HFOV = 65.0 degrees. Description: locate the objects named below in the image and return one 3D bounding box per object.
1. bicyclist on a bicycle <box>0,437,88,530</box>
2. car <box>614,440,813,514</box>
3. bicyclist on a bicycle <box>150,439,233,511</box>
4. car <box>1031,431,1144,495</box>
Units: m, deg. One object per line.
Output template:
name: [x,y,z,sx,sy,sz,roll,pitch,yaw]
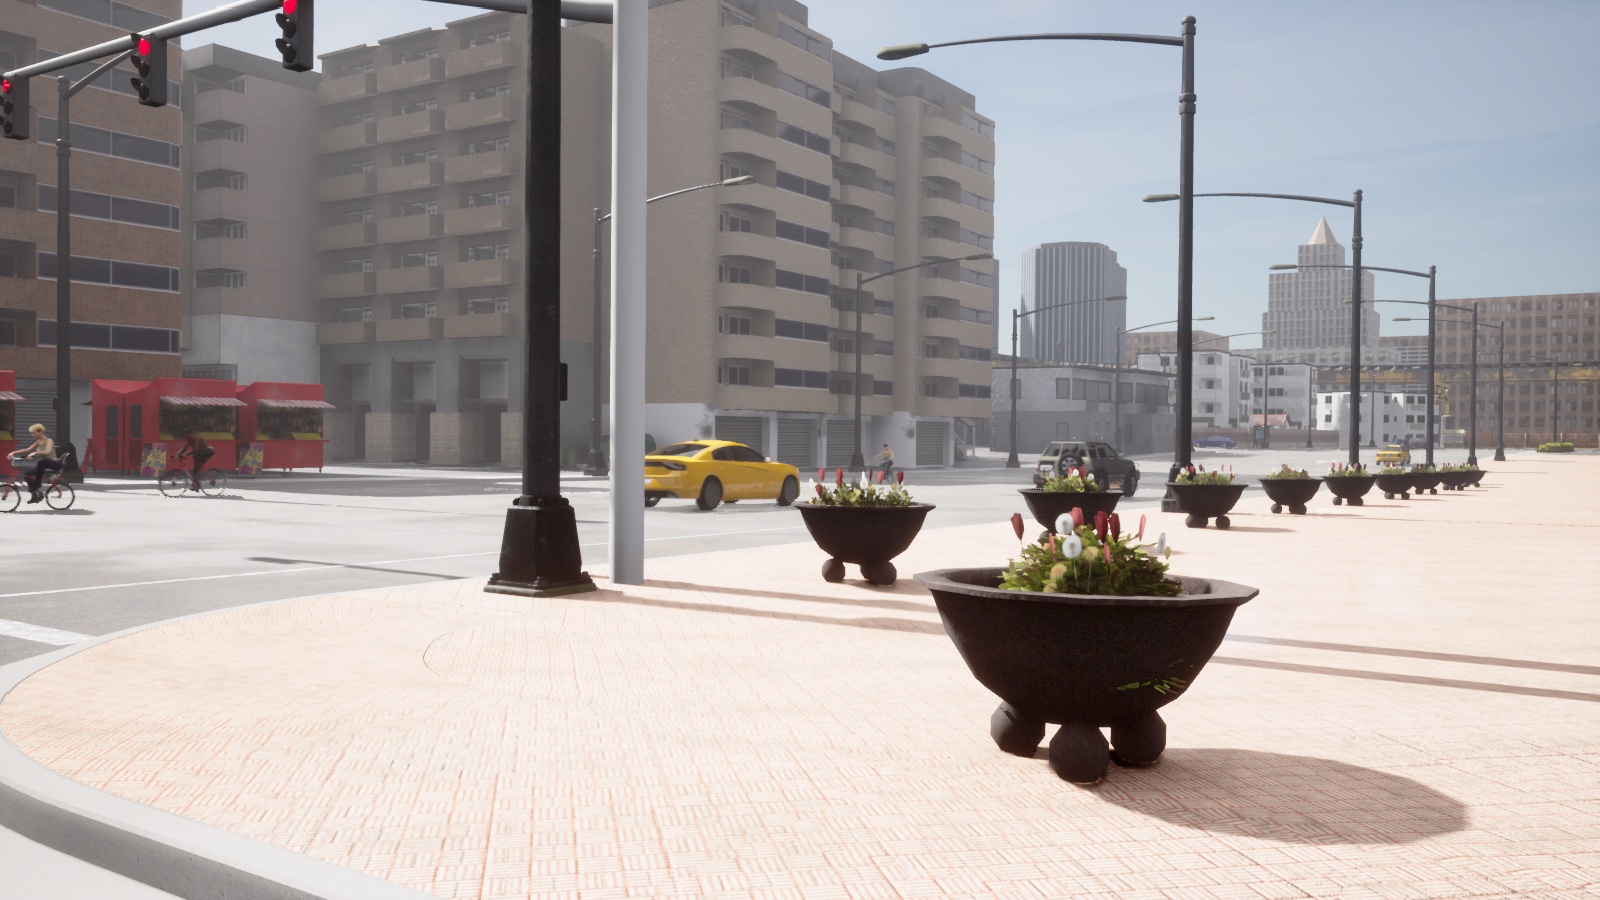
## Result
bicyclist on a bicycle: [-13.985,0.579,22.891,0.866,1.612,1.509,0,1,33]
car: [-1.845,0.565,28.669,1.882,1.535,5.008,0,0,33]
bicyclist on a bicycle: [-14.091,0.562,29.106,0.582,1.620,1.656,0,1,33]
car: [8.927,0.378,38.761,1.932,1.855,4.605,0,0,33]
